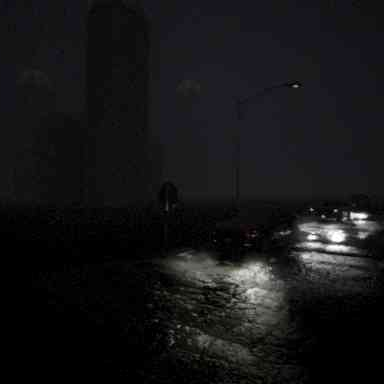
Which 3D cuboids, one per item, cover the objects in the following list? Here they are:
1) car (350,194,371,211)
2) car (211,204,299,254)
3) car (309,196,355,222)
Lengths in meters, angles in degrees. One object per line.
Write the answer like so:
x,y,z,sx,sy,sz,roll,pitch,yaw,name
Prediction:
15.682,0.946,31.461,2.128,1.511,4.902,1,1,35,car
2.608,1.251,12.897,1.882,1.535,5.008,1,2,35,car
9.514,1.204,22.713,1.895,1.301,4.718,1,1,35,car
